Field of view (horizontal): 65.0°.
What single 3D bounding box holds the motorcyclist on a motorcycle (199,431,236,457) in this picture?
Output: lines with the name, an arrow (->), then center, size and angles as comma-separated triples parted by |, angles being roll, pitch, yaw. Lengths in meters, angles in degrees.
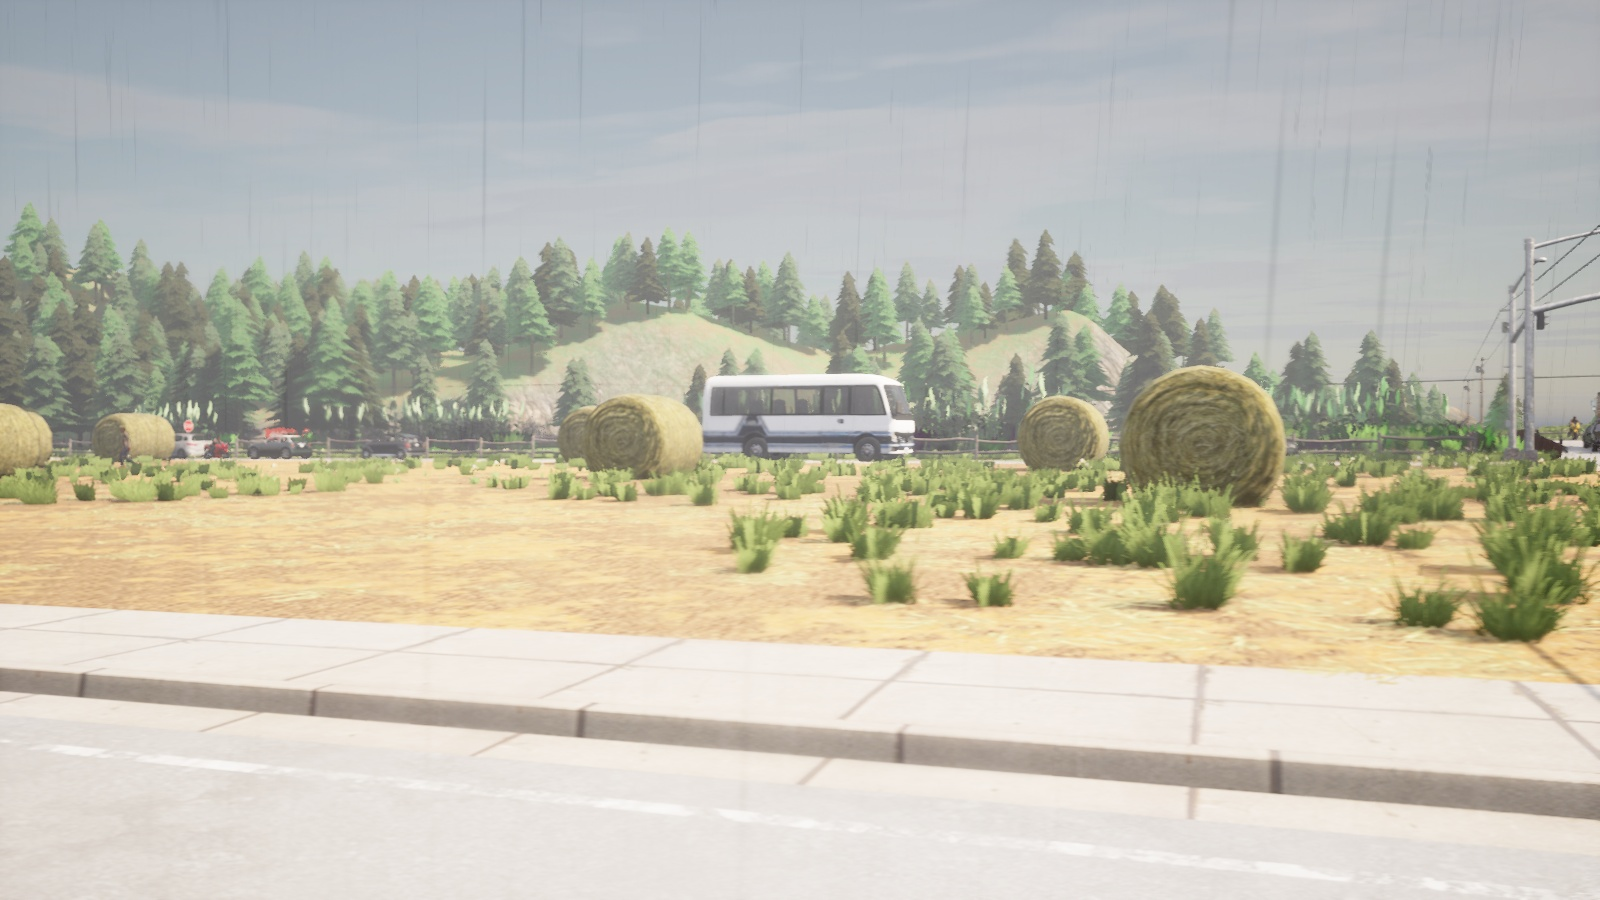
motorcyclist on a motorcycle -> -34.687, -0.355, 74.787 | 2.044, 1.523, 0.797 | 0, 1, 22

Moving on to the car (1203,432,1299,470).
car -> 18.908, 0.023, 52.678 | 3.705, 1.549, 1.789 | 0, 1, 23

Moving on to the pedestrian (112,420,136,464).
pedestrian -> -28.041, -0.331, 52.079 | 0.869, 1.805, 0.328 | 0, 1, -27

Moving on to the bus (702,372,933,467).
bus -> 0.827, -1.461, 60.116 | 10.273, 4.253, 3.944 | 1, 1, 22

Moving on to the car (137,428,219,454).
car -> -40.033, -0.588, 80.775 | 4.611, 1.667, 2.242 | 0, 1, 23

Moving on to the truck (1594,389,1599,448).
truck -> 53.785, -2.098, 81.686 | 2.891, 3.827, 8.468 | -2, -1, 28

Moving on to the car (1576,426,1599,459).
car -> 40.801, -0.410, 63.495 | 2.033, 1.411, 5.357 | 0, 4, 25

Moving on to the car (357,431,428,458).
car -> -24.098, -0.340, 74.205 | 3.705, 1.549, 1.789 | 0, 1, 22

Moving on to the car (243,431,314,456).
car -> -32.196, -0.411, 77.546 | 3.806, 1.475, 1.970 | 0, 1, 22
